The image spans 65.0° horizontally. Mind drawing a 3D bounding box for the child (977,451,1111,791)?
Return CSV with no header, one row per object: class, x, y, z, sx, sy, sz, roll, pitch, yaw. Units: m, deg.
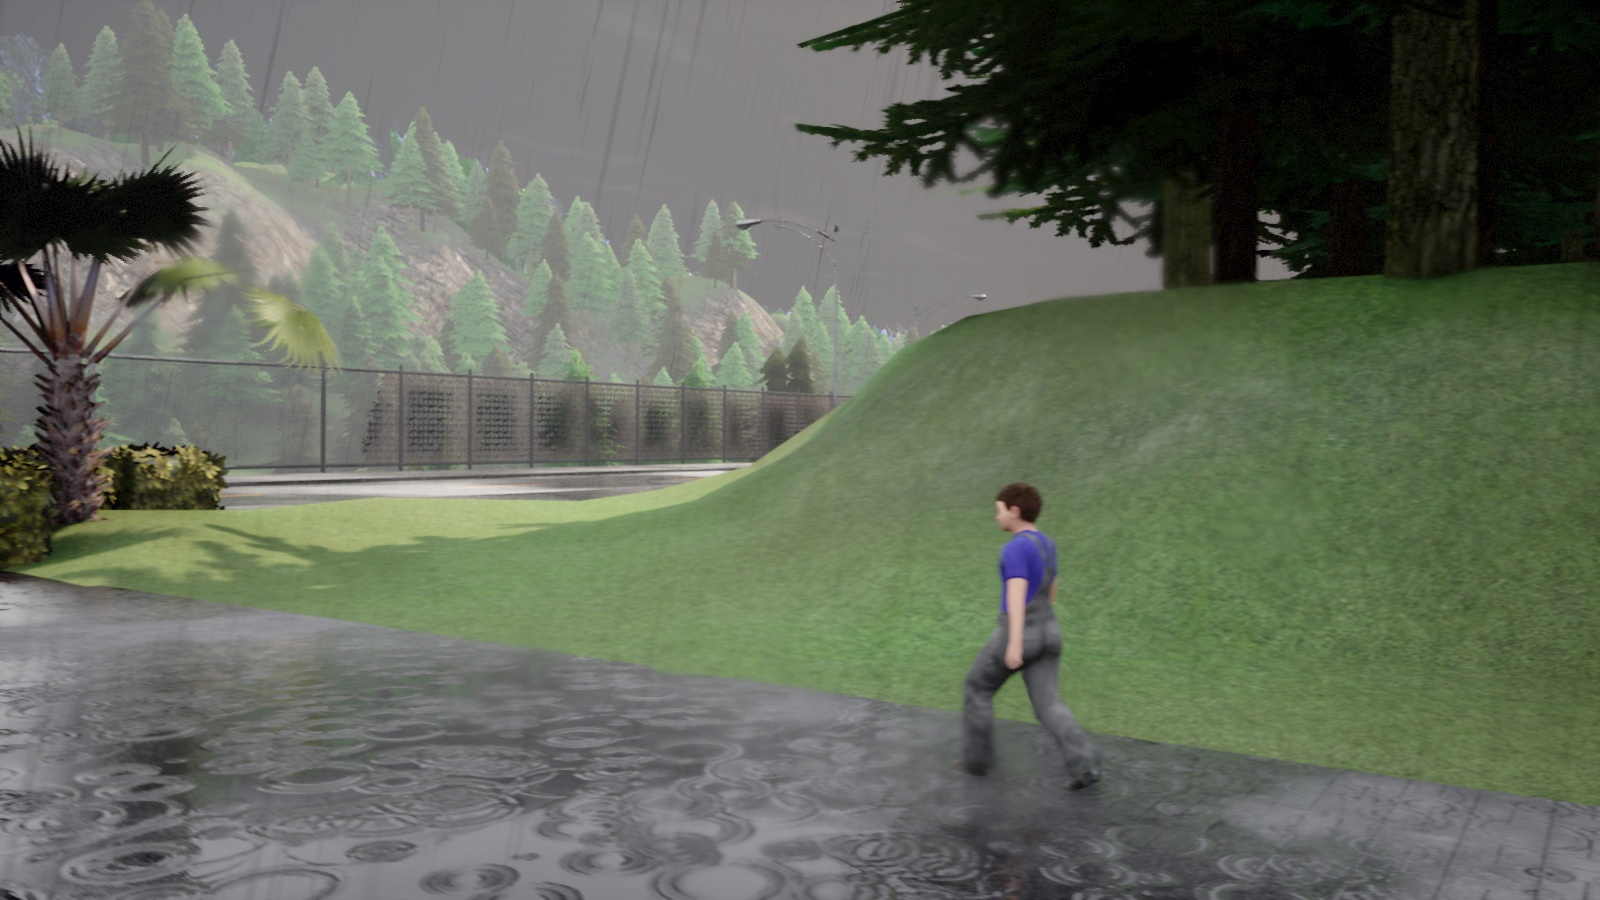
child,0.956,0.640,4.943,0.270,1.263,0.437,-1,1,-44
